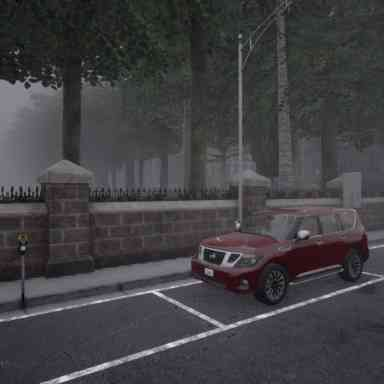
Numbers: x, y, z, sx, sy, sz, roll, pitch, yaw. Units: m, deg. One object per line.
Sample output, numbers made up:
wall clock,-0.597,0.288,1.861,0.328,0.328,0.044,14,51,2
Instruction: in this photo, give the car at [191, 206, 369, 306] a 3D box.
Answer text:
car,2.393,1.314,8.238,5.009,1.841,2.192,0,0,-35
